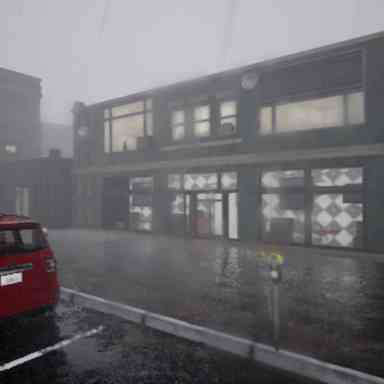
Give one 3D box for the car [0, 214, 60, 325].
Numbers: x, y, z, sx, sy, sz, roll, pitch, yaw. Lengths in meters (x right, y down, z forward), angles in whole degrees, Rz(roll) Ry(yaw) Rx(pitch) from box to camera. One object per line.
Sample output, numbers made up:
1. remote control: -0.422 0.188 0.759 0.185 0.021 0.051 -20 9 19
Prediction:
1. car: -4.486 1.310 6.089 5.009 1.841 2.192 0 0 36
